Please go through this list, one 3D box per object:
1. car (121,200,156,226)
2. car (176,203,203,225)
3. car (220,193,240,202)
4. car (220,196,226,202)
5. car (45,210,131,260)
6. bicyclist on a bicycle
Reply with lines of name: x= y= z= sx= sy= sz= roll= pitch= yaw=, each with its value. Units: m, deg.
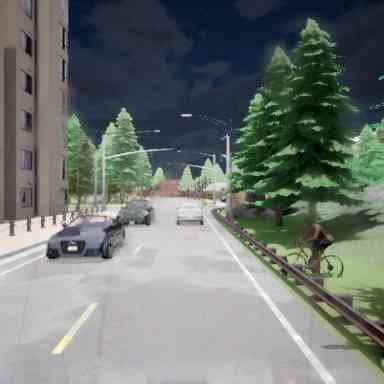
car: x=-3.777 y=1.352 z=23.119 sx=2.097 sy=1.767 sz=4.553 roll=0 pitch=0 yaw=0
car: x=-0.155 y=1.524 z=24.258 sx=1.812 sy=1.442 sz=4.674 roll=0 pitch=0 yaw=-1
car: x=7.687 y=1.142 z=67.998 sx=3.866 sy=1.878 sz=1.905 roll=0 pitch=0 yaw=-1
car: x=8.130 y=1.140 z=65.493 sx=4.605 sy=1.855 sz=1.932 roll=0 pitch=0 yaw=-1
car: x=-3.712 y=1.564 z=12.292 sx=1.994 sy=1.385 sz=4.181 roll=0 pitch=0 yaw=0
bicyclist on a bicycle: x=3.172 y=1.491 z=8.676 sx=1.656 sy=1.620 sz=0.582 roll=3 pitch=1 yaw=-1
